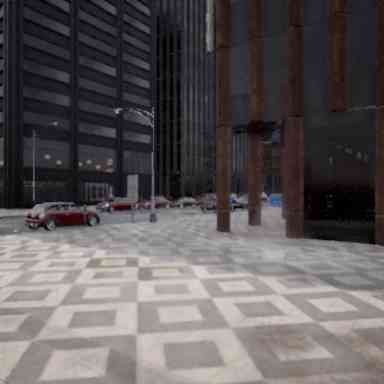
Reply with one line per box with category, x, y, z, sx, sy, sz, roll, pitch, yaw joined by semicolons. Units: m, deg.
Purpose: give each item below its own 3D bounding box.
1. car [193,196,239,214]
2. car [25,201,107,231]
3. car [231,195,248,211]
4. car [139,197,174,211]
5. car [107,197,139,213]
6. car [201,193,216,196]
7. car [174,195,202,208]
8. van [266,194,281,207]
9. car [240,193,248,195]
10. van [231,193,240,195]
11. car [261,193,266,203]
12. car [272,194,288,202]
car;2.477;1.377;33.079;2.008;1.369;4.403;0;0;36
car;-7.375;1.307;19.437;1.967;1.590;4.097;0;0;36
car;5.761;1.379;37.626;1.947;1.339;4.313;0;0;36
car;-4.444;1.255;38.055;1.967;1.590;4.097;0;0;36
car;-7.729;1.268;33.508;1.967;1.590;4.097;0;0;36
car;2.124;1.104;47.150;2.192;1.841;5.009;0;0;36
car;-1.160;1.352;42.603;2.008;1.369;4.403;0;0;36
van;12.329;1.131;46.719;1.690;1.788;3.998;0;0;36
car;8.693;1.082;56.244;2.192;1.841;5.009;0;0;36
van;5.408;1.119;51.696;1.690;1.788;3.998;0;0;36
car;11.977;1.071;60.791;2.192;1.841;5.009;0;0;36
car;18.546;1.177;69.887;1.967;1.590;4.097;0;0;36
